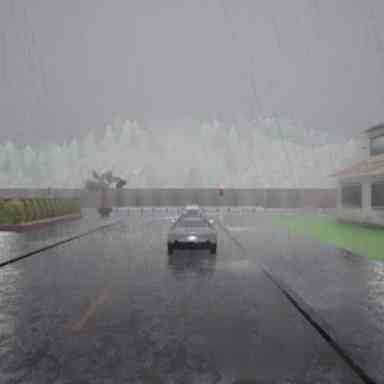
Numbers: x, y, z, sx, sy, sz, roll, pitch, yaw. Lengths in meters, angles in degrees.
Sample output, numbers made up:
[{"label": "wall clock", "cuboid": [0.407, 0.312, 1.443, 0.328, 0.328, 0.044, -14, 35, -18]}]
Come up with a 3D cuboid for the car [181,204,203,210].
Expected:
[{"label": "car", "cuboid": [0.003, 1.800, 29.372, 1.812, 1.442, 4.674, 0, 0, 0]}]

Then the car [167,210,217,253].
[{"label": "car", "cuboid": [0.013, 1.699, 14.354, 1.994, 1.385, 4.181, 0, 0, 0]}]
